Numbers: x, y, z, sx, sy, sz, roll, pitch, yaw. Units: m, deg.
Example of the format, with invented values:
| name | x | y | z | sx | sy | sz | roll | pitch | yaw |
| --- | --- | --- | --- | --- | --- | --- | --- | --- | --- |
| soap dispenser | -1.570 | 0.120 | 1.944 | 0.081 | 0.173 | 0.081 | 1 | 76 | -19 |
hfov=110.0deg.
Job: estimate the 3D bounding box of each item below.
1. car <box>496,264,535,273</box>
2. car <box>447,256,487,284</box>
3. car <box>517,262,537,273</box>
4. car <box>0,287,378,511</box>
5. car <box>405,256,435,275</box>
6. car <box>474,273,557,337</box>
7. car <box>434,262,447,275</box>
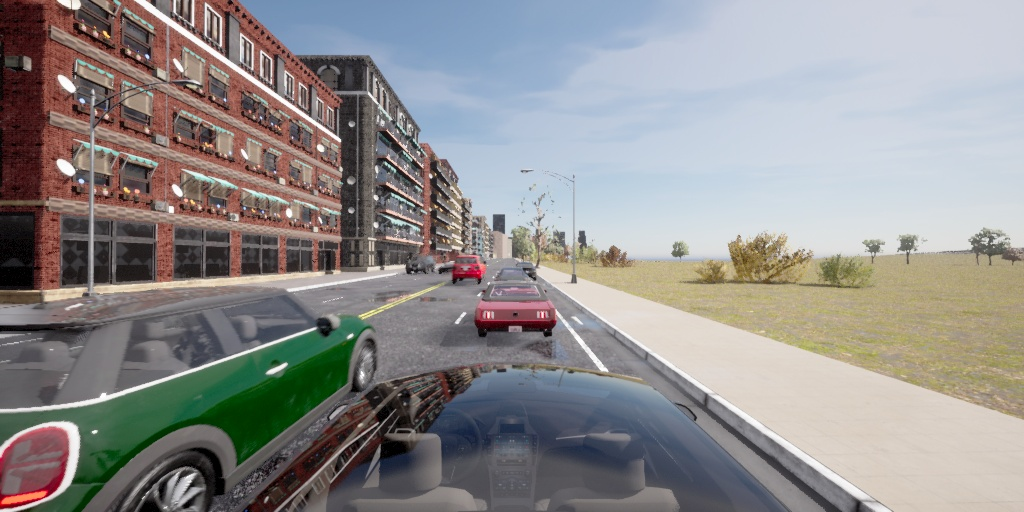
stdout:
| name | x | y | z | sx | sy | sz | roll | pitch | yaw |
| --- | --- | --- | --- | --- | --- | --- | --- | --- | --- |
| car | 0.033 | 1.317 | 20.288 | 1.994 | 1.385 | 4.181 | 0 | 0 | 0 |
| car | -3.233 | 0.979 | 27.622 | 2.150 | 2.045 | 5.566 | 0 | 0 | 0 |
| car | 1.048 | 1.259 | 30.282 | 1.837 | 1.490 | 4.892 | 0 | 0 | 0 |
| car | -3.159 | 1.103 | 3.830 | 2.097 | 1.767 | 4.553 | 0 | 0 | 0 |
| car | -9.969 | 0.975 | 39.428 | 2.150 | 2.045 | 5.566 | 0 | 0 | 0 |
| car | 0.074 | 1.352 | 10.258 | 1.895 | 1.301 | 4.718 | 0 | 0 | 0 |
| car | -6.718 | 1.354 | 38.965 | 1.895 | 1.301 | 4.718 | 0 | 0 | 0 |
